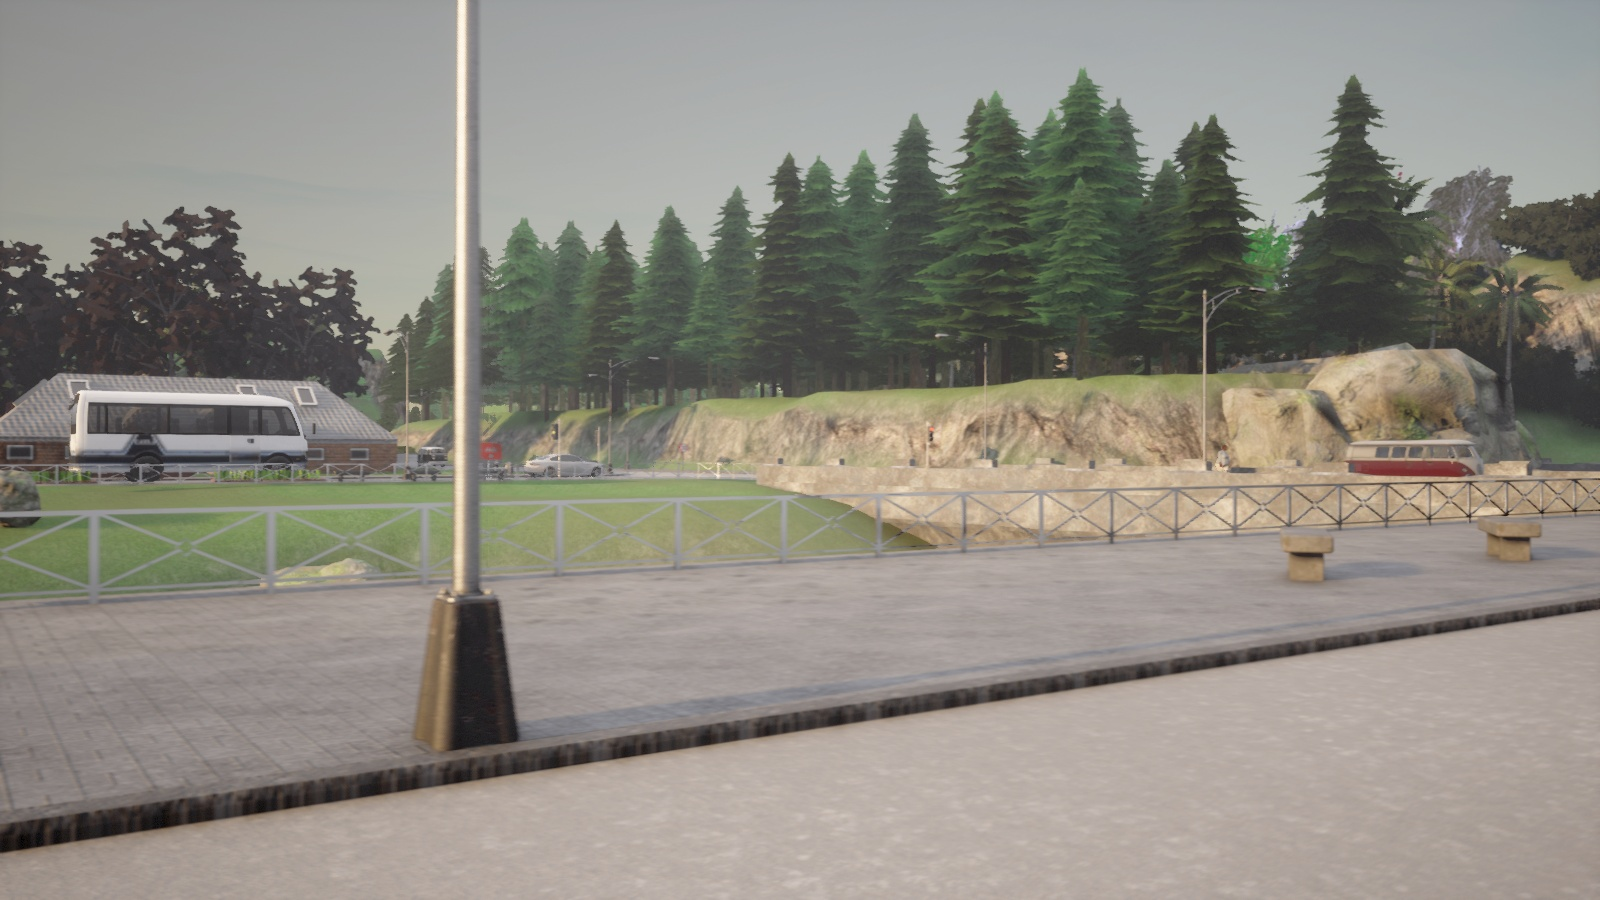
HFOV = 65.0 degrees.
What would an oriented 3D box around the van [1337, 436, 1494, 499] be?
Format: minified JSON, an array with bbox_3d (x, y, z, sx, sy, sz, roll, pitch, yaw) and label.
[{"bbox_3d":[20.585,0.557,42.170,1.775,1.987,4.442,0,0,-35],"label":"van"}]

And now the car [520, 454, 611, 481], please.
[{"bbox_3d":[-13.098,0.970,70.263,4.674,1.442,1.812,0,0,-35],"label":"car"}]

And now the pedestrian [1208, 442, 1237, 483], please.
[{"bbox_3d":[19.385,0.555,57.644,0.874,1.855,0.900,0,0,-34],"label":"pedestrian"}]

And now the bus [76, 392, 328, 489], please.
[{"bbox_3d":[-28.295,-0.426,59.695,10.273,4.253,3.944,0,0,-35],"label":"bus"}]
